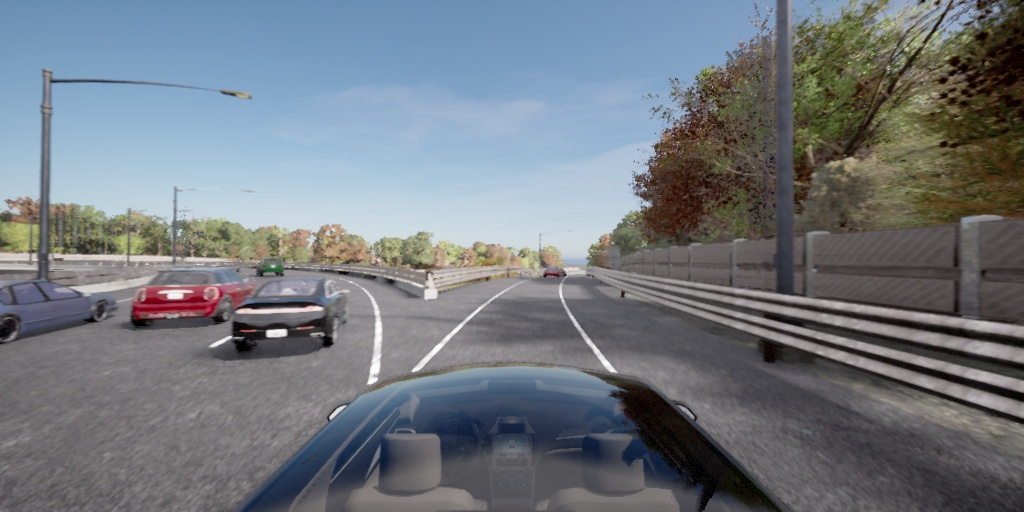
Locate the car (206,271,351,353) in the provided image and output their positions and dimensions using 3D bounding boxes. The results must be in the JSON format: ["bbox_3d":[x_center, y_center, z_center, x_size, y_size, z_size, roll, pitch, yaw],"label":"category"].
[{"bbox_3d":[-5.330,1.293,9.153,2.128,1.511,4.902,1,-1,-20],"label":"car"}]

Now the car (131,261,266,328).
[{"bbox_3d":[-10.200,1.157,12.002,2.097,1.767,4.553,1,-1,-22],"label":"car"}]

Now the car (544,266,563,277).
[{"bbox_3d":[5.161,2.008,45.756,1.994,1.385,4.181,0,-2,10],"label":"car"}]

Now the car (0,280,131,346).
[{"bbox_3d":[-12.679,1.305,9.003,2.033,1.411,5.357,1,-1,-21],"label":"car"}]

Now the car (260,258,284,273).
[{"bbox_3d":[-27.384,1.242,40.584,2.150,2.045,5.566,1,-1,-40],"label":"car"}]
